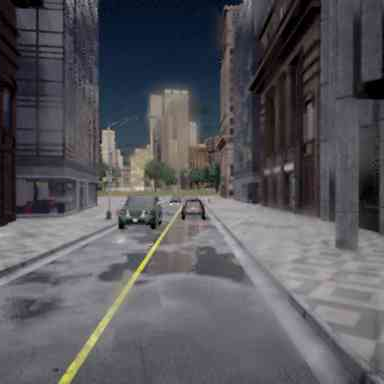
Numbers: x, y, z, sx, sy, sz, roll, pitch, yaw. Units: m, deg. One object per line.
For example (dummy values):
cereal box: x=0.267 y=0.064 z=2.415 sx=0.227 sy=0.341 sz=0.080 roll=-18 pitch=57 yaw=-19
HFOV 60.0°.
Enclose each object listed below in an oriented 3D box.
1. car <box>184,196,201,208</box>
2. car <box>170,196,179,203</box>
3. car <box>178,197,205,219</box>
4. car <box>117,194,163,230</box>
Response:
car: x=0.090 y=1.362 z=45.713 sx=2.128 sy=1.511 sz=4.902 roll=0 pitch=0 yaw=0
car: x=-3.014 y=1.390 z=61.240 sx=1.994 sy=1.385 sz=4.181 roll=0 pitch=0 yaw=1
car: x=0.110 y=1.350 z=28.598 sx=2.033 sy=1.649 sz=4.856 roll=0 pitch=0 yaw=0
car: x=-3.092 y=1.162 z=20.882 sx=2.150 sy=2.045 sz=5.566 roll=0 pitch=0 yaw=0
